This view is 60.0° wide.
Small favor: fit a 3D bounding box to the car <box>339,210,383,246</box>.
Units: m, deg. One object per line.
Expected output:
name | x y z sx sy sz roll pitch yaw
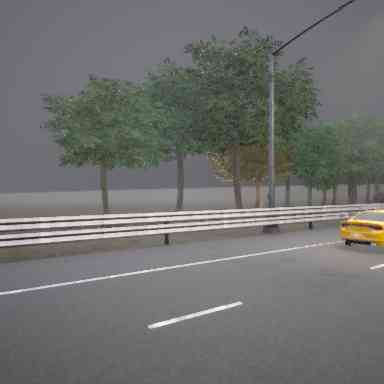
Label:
car | 8.275 1.491 14.071 5.008 1.535 1.882 0 0 -35
